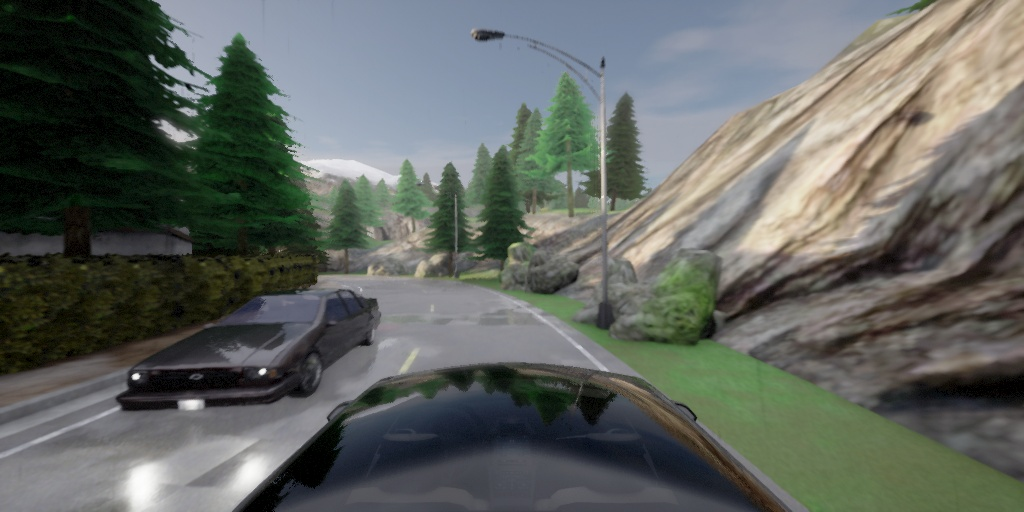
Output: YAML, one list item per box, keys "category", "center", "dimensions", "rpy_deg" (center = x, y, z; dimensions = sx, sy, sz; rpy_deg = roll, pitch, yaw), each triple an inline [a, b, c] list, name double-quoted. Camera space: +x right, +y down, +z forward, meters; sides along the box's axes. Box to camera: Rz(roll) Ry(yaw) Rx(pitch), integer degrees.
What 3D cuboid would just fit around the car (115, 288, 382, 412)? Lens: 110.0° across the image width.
- category: "car"
  center: [-3.969, 1.340, 6.802]
  dimensions: [2.033, 1.411, 5.357]
  rpy_deg: [-1, 0, -6]
